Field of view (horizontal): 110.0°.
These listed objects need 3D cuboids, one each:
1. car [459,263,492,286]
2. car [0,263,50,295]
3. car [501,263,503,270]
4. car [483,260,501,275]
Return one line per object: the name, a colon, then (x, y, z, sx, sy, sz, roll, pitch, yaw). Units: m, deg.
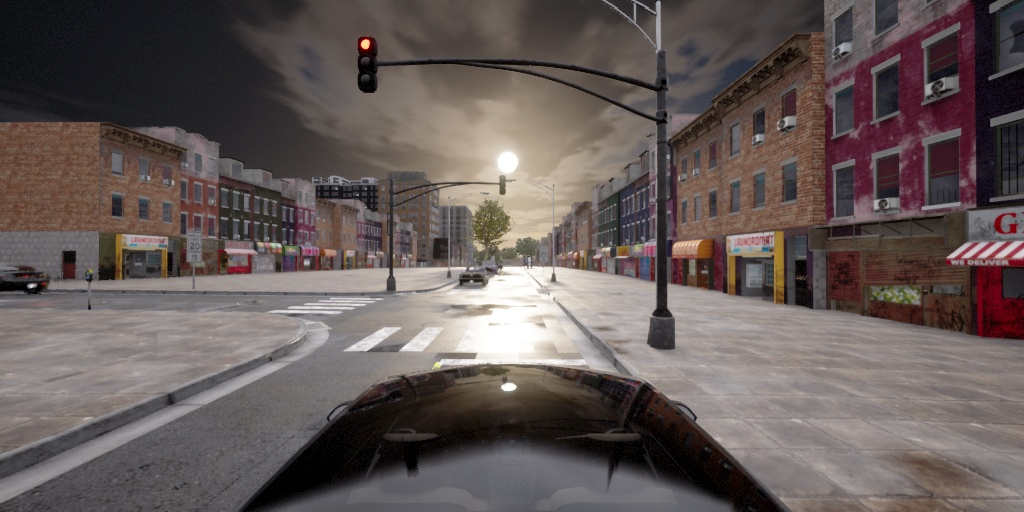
car: (-2.747, 1.435, 26.643, 1.895, 1.301, 4.718, 0, 0, 0)
car: (-23.692, 1.043, 15.923, 4.892, 1.490, 1.837, 1, 0, 1)
car: (-2.498, 1.737, 62.239, 1.895, 1.301, 4.718, 0, -1, 0)
car: (-2.682, 1.279, 41.581, 2.097, 1.767, 4.553, 0, 0, 0)
